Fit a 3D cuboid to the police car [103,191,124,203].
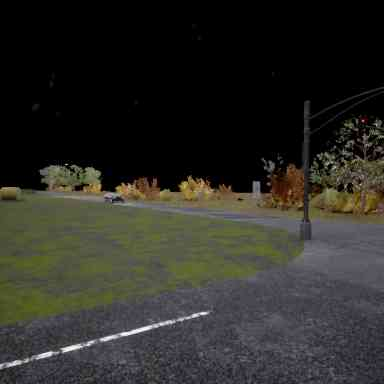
[{"bbox_3d":[-11.663,0.744,49.702,1.930,1.638,5.238,1,0,-32],"label":"police car"}]
